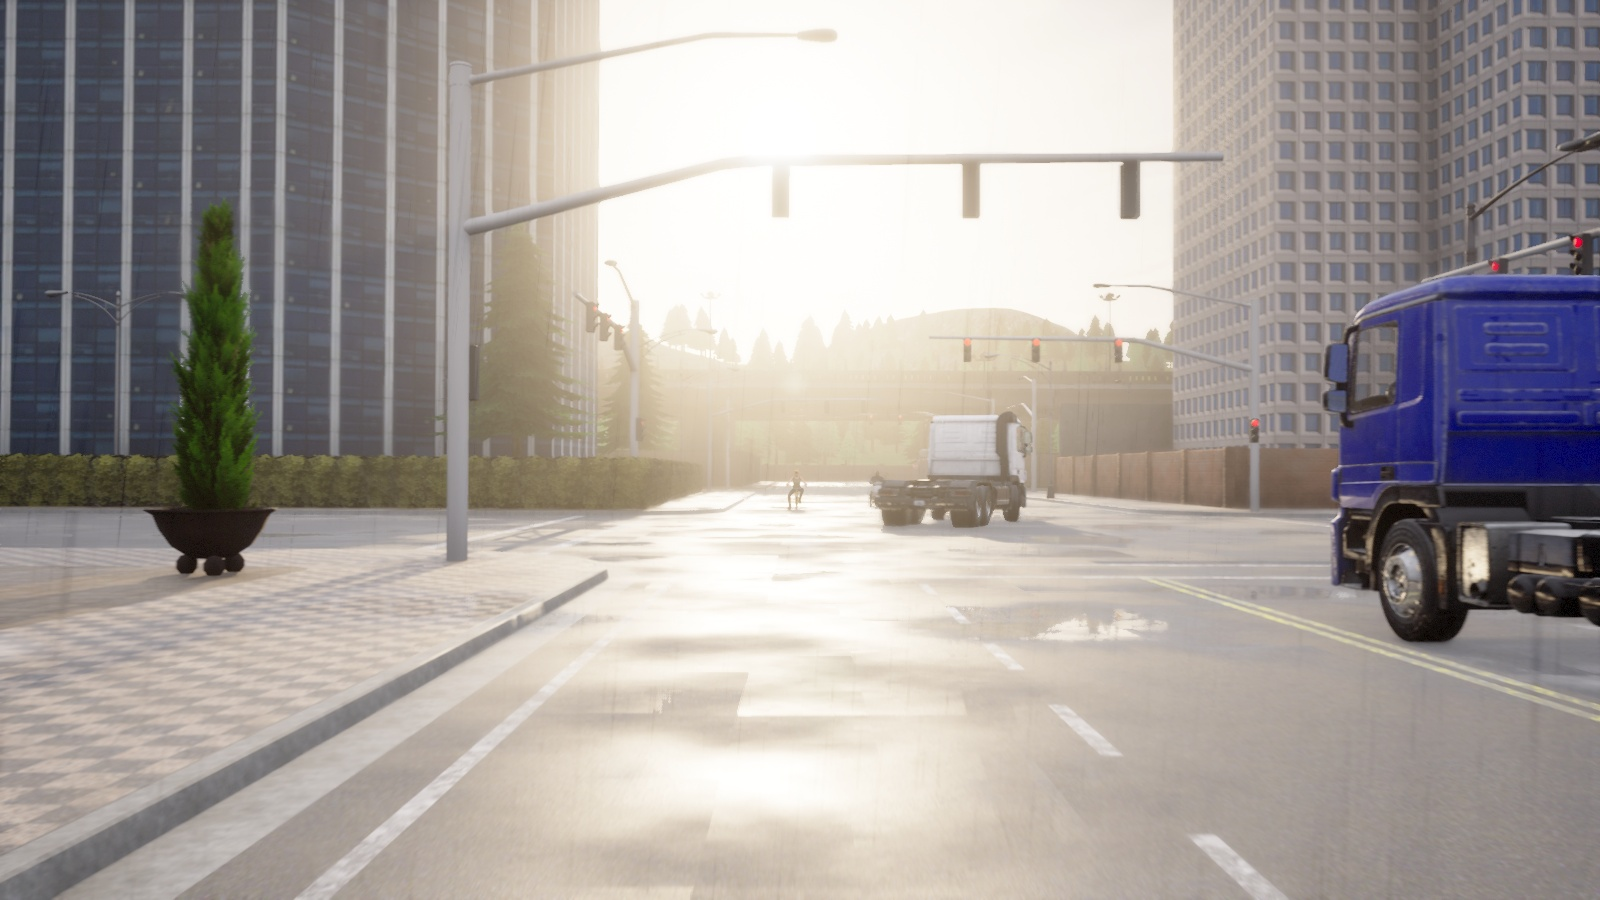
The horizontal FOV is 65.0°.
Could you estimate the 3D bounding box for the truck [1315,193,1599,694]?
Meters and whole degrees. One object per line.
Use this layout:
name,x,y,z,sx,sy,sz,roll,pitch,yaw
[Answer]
truck,6.973,-0.037,9.436,2.891,3.462,7.936,0,-1,0

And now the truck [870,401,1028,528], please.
truck,4.750,0.456,38.365,2.891,3.462,7.936,0,-1,21

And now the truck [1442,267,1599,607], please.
truck,10.458,-0.169,13.329,2.891,3.827,8.468,0,-1,0
